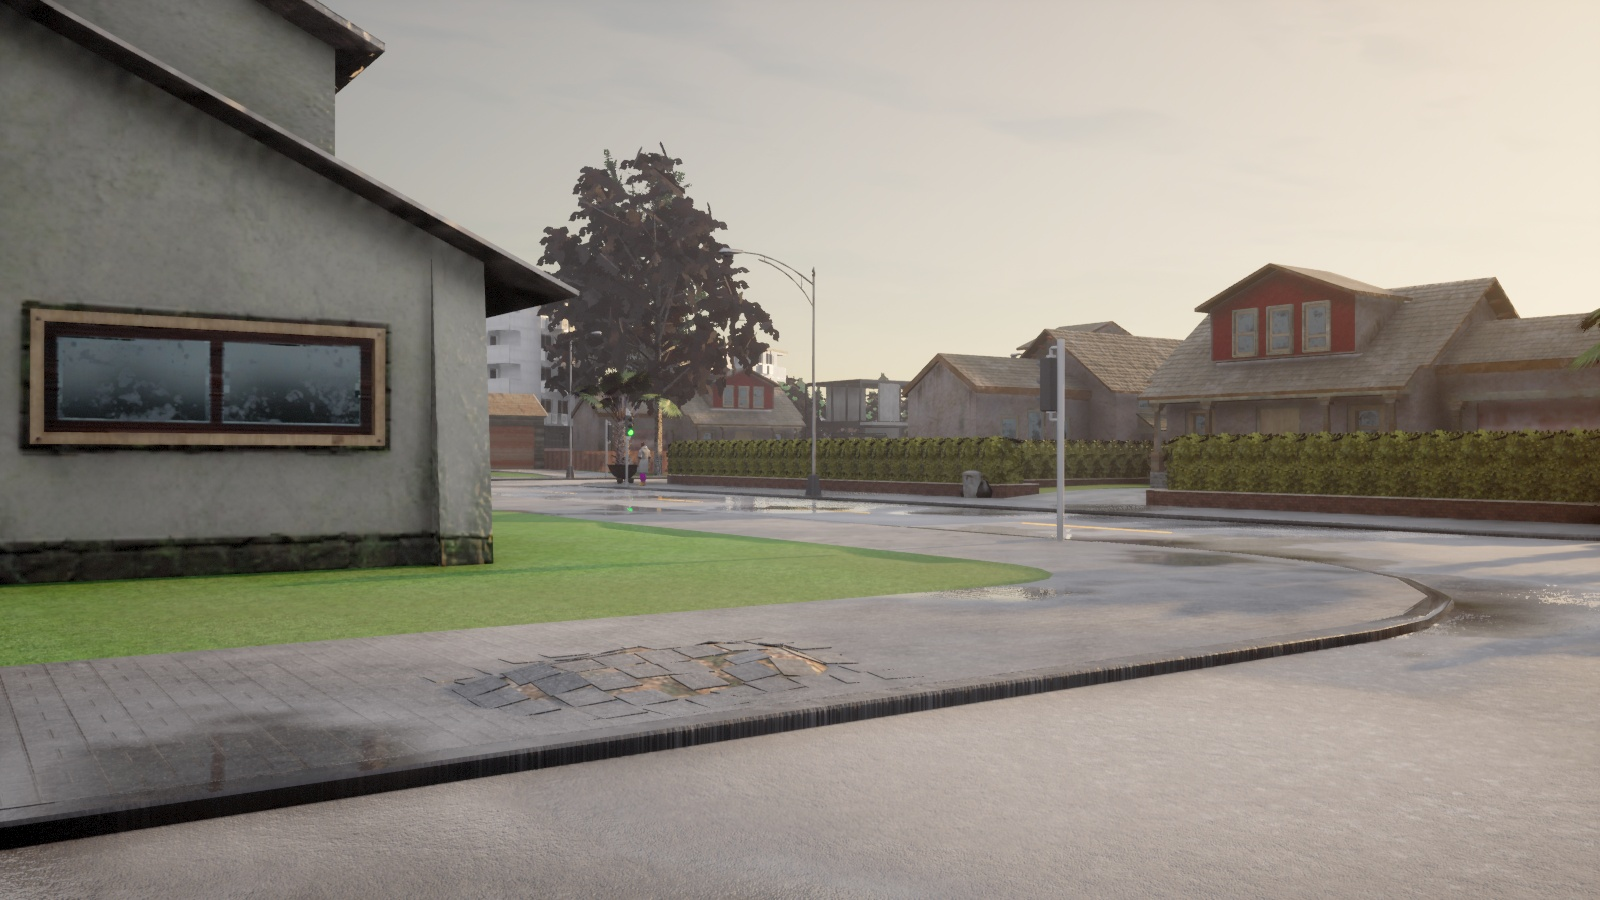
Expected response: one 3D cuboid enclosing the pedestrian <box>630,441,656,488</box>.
[{"bbox_3d":[-6.603,0.598,52.738,0.873,1.952,0.659,0,0,35],"label":"pedestrian"}]
